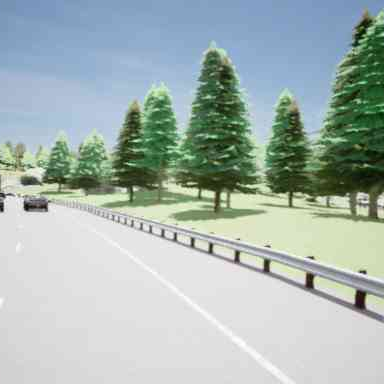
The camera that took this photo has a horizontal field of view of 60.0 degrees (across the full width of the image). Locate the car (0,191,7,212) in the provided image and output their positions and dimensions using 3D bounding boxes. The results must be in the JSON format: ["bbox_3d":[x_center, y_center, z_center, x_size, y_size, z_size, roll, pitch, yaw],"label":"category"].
[{"bbox_3d":[-17.991,0.942,30.082,2.128,1.511,4.902,1,0,-31],"label":"car"}]

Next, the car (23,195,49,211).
[{"bbox_3d":[-14.980,1.011,31.861,2.128,1.511,4.902,1,0,-31],"label":"car"}]
